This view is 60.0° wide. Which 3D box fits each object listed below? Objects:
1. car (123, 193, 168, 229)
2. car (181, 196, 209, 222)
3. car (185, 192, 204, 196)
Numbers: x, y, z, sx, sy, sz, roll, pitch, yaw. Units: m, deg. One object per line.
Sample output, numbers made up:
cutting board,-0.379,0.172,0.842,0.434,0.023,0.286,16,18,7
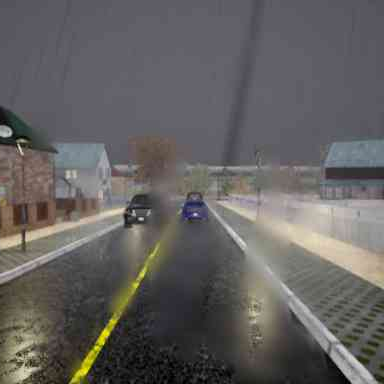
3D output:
car,-2.731,1.092,20.731,2.150,2.045,5.566,0,0,0
car,0.237,1.326,24.441,1.882,1.535,5.008,0,0,0
car,0.335,0.977,41.557,2.150,2.045,5.566,0,0,0
